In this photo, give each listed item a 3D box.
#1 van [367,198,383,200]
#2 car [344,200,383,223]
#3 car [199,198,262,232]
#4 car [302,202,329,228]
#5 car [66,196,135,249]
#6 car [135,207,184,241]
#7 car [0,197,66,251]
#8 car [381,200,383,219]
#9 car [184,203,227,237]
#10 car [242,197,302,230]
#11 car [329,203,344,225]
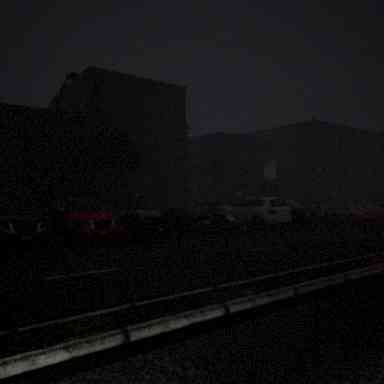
[{"bbox_3d":[19.656,1.538,32.860,1.878,1.987,4.442,1,0,-36],"label":"van"},{"bbox_3d":[12.751,1.688,28.285,1.946,1.575,5.366,1,0,-36],"label":"car"},{"bbox_3d":[1.635,1.424,20.133,2.185,1.767,4.553,1,0,-36],"label":"car"},{"bbox_3d":[6.152,1.355,23.295,2.435,2.045,5.566,1,0,-36],"label":"car"},{"bbox_3d":[-5.050,1.246,15.270,2.435,2.045,5.566,0,0,-36],"label":"car"},{"bbox_3d":[-2.823,1.506,16.894,2.097,1.535,5.008,0,0,-36],"label":"car"},{"bbox_3d":[-7.289,1.238,13.667,2.435,2.045,5.566,0,0,-36],"label":"car"},{"bbox_3d":[14.995,1.714,29.892,1.946,1.575,5.366,1,0,-36],"label":"car"},{"bbox_3d":[-0.606,1.557,18.525,2.163,1.488,4.792,1,0,-36],"label":"car"},{"bbox_3d":[3.878,1.326,21.736,2.435,2.045,5.566,1,0,-36],"label":"car"},{"bbox_3d":[8.395,1.509,24.898,2.185,1.767,4.553,1,0,-36],"label":"car"}]
